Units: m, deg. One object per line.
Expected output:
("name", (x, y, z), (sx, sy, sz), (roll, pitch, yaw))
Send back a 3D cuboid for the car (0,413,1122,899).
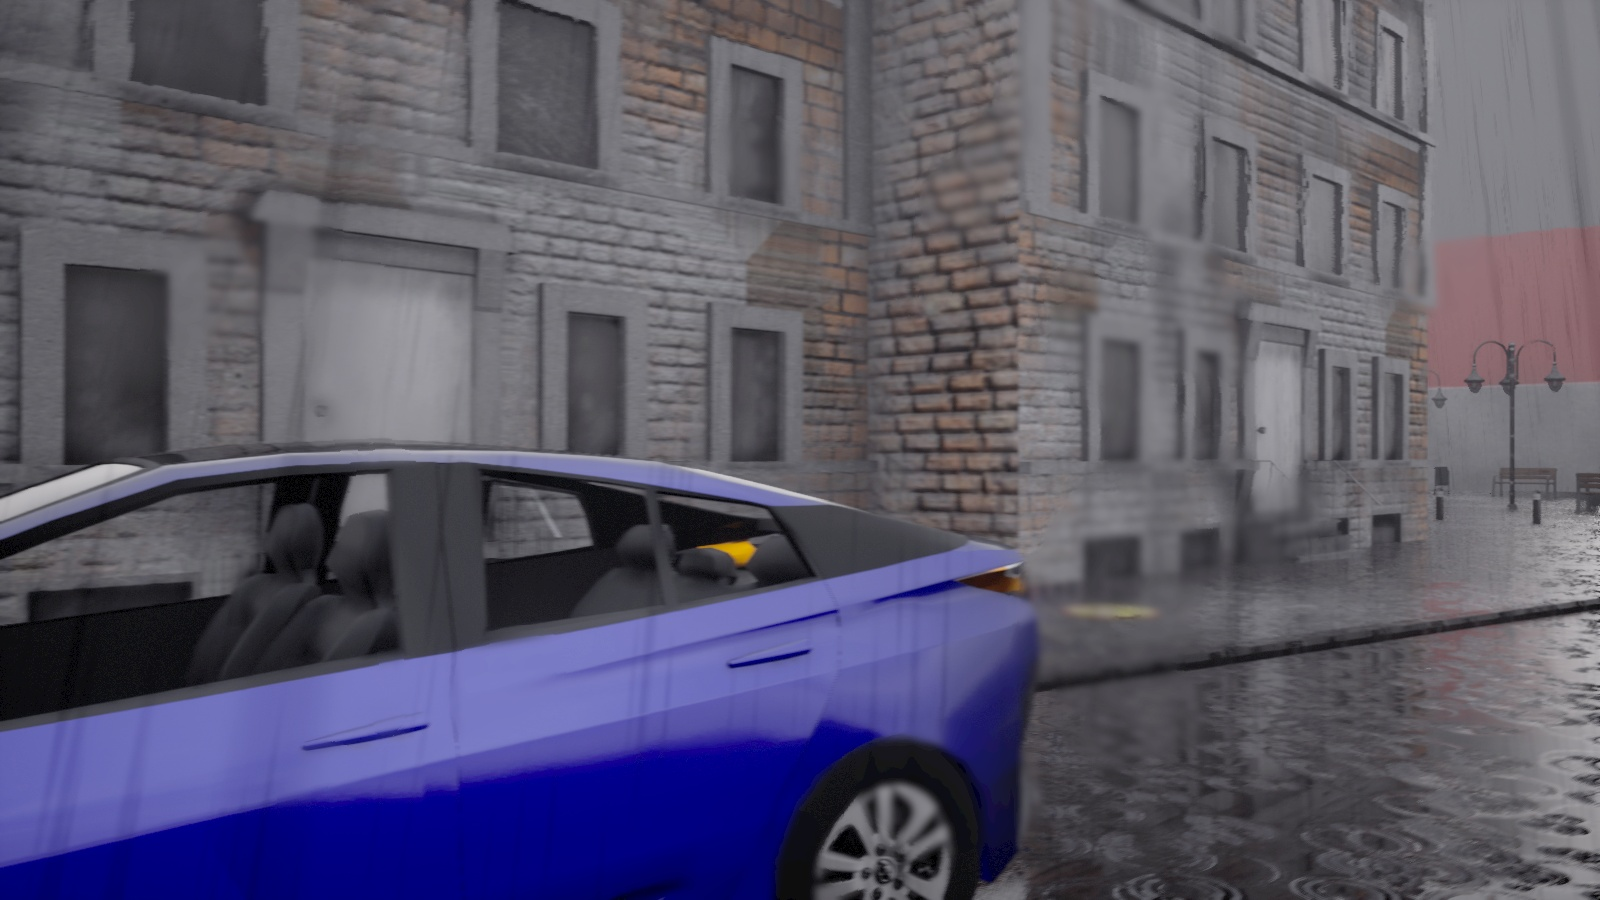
("car", (-1.479, 0.703, 3.239), (4.514, 1.525, 2.007), (0, 0, -35))
